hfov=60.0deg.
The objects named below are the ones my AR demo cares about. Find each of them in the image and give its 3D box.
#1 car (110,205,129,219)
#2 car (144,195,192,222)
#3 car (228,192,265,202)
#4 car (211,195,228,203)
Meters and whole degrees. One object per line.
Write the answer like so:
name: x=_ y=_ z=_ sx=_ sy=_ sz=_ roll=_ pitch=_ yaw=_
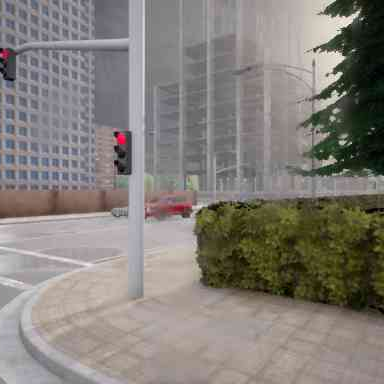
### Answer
car: x=-5.009 y=1.656 z=29.910 sx=1.895 sy=1.301 sz=4.718 roll=0 pitch=0 yaw=35
car: x=-2.190 y=1.276 z=27.835 sx=2.150 sy=2.045 sz=5.566 roll=0 pitch=0 yaw=36
car: x=6.992 y=0.935 z=40.592 sx=2.150 sy=2.045 sz=5.566 roll=0 pitch=0 yaw=35
car: x=4.174 y=1.065 z=42.669 sx=2.097 sy=1.767 sz=4.553 roll=0 pitch=0 yaw=35
